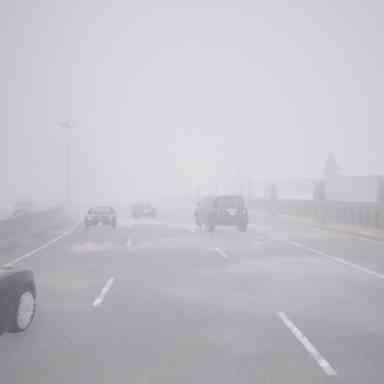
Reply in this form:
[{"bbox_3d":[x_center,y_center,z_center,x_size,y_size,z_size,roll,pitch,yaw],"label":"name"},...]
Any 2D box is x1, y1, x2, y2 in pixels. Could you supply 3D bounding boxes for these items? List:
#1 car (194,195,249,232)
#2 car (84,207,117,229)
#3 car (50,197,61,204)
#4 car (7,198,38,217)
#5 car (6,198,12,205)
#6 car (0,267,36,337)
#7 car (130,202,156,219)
[{"bbox_3d":[1.608,1.185,19.905,2.150,2.045,5.566,0,0,-10],"label":"car"},{"bbox_3d":[-6.019,1.628,22.238,1.895,1.301,4.718,-1,0,-13],"label":"car"},{"bbox_3d":[-29.249,1.825,71.381,1.994,1.385,4.181,-1,-1,-18],"label":"car"},{"bbox_3d":[-16.879,1.670,33.915,2.033,1.411,5.357,-1,0,-18],"label":"car"},{"bbox_3d":[-34.003,1.821,63.499,1.994,1.385,4.181,-1,0,-18],"label":"car"},{"bbox_3d":[-3.588,1.499,3.767,1.882,1.535,5.008,0,0,-1],"label":"car"},{"bbox_3d":[-4.414,1.567,29.675,1.994,1.385,4.181,-1,0,-16],"label":"car"}]
